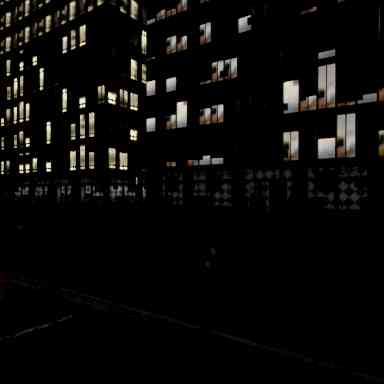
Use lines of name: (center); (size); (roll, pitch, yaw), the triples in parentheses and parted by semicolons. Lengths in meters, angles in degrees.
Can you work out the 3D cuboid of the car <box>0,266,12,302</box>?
car: (-5.554, 1.526, 6.846); (4.829, 1.417, 1.752); (0, 0, 36)
